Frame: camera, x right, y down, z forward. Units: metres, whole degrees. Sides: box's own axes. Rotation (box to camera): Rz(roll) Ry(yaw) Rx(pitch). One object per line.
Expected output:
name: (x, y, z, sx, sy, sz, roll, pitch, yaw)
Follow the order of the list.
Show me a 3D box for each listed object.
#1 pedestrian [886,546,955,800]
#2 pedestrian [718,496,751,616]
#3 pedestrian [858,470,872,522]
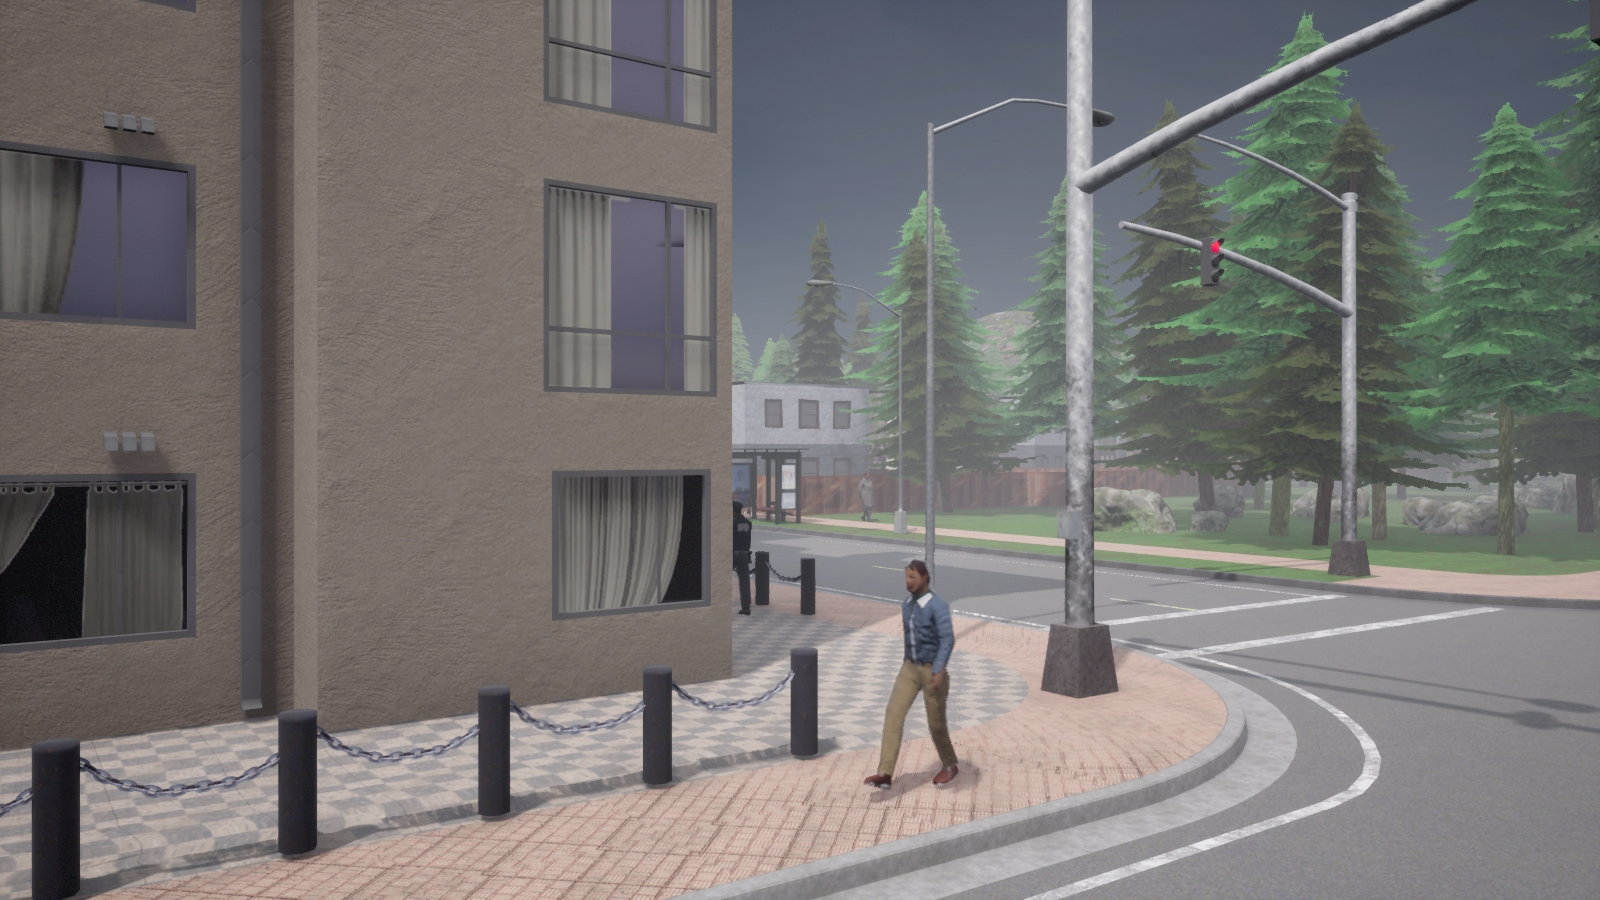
pedestrian: (0.927, 1.694, 8.827, 0.375, 1.860, 0.375, 0, 0, -38)
pedestrian: (-1.042, 1.677, 18.227, 0.375, 1.860, 0.375, 0, 0, -36)
pedestrian: (2.378, 1.676, 41.769, 0.375, 1.860, 0.375, 0, 0, -36)
